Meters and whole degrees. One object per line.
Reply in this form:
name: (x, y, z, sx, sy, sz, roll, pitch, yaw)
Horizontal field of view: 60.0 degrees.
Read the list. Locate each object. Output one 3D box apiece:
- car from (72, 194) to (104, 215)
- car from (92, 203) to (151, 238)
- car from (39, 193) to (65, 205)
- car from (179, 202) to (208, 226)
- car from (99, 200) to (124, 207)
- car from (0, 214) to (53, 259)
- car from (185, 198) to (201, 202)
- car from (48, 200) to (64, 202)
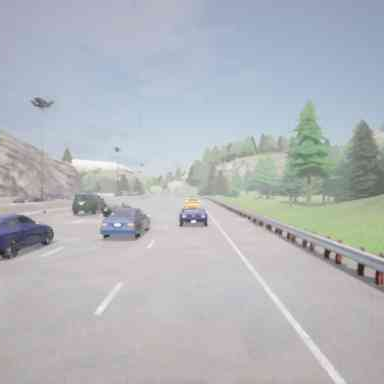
car: (-10.403, 1.223, 33.952, 2.150, 2.045, 5.566, 0, 0, 0)
car: (-3.402, 1.548, 17.694, 2.033, 1.411, 5.357, 0, 0, 0)
car: (-24.524, 1.223, 58.456, 2.150, 2.045, 5.566, 0, 0, 1)
car: (0.098, 1.602, 23.562, 1.895, 1.301, 4.718, 0, 0, 0)
car: (-6.901, 1.602, 31.122, 1.895, 1.301, 4.718, 0, 0, 0)
car: (-6.901, 1.526, 12.412, 1.812, 1.442, 4.674, 0, 0, 0)
car: (0.096, 1.479, 41.617, 1.882, 1.535, 5.008, 0, 0, 0)
car: (-21.061, 1.354, 53.584, 2.097, 1.767, 4.553, 0, 0, 0)
